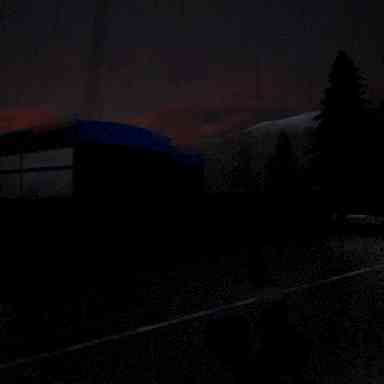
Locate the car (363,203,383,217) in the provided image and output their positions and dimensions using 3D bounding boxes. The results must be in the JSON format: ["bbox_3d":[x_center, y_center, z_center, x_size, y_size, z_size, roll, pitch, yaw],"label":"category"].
[{"bbox_3d":[17.378,1.540,28.971,1.812,1.442,4.674,0,0,-32],"label":"car"}]
